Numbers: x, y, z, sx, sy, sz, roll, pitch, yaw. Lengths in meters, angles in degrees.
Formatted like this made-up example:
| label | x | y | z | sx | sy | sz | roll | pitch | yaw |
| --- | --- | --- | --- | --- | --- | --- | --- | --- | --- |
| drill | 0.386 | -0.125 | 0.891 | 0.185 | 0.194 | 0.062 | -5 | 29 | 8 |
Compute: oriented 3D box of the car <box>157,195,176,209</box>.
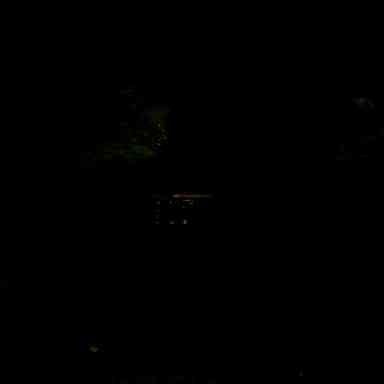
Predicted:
| label | x | y | z | sx | sy | sz | roll | pitch | yaw |
| --- | --- | --- | --- | --- | --- | --- | --- | --- | --- |
| car | -2.845 | 1.079 | 37.304 | 1.882 | 1.535 | 5.008 | 0 | 1 | 0 |
